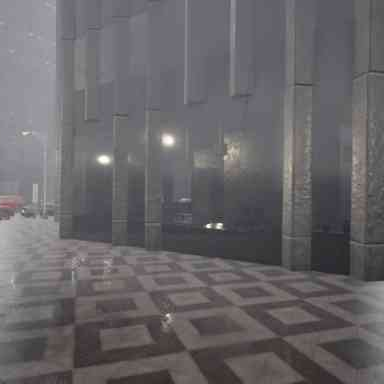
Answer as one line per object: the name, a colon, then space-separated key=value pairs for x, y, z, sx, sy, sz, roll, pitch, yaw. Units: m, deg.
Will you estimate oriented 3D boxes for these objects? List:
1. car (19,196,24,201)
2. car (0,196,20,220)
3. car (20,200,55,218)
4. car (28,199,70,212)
car: x=-20.770 y=1.352 z=36.288 sx=2.192 sy=1.841 sz=5.009 roll=1 pitch=0 yaw=35
car: x=-17.106 y=1.462 z=26.738 sx=2.192 sy=1.841 sz=5.009 roll=1 pitch=0 yaw=35
car: x=-13.836 y=1.741 z=31.336 sx=1.947 sy=1.339 sz=4.313 roll=1 pitch=0 yaw=35
car: x=-17.500 y=1.633 z=40.885 sx=1.947 sy=1.339 sz=4.313 roll=1 pitch=0 yaw=35
